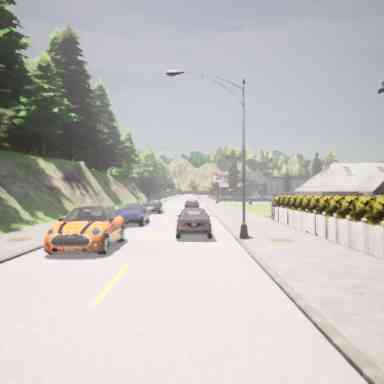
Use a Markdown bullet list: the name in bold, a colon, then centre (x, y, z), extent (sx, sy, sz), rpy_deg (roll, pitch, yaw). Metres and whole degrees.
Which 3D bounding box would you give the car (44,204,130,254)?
- **car**: centre (-4.093, 1.358, 13.359), extent (2.097, 1.767, 4.553), rpy_deg (0, 0, 0)

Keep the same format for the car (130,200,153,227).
- **car**: centre (-4.087, 1.536, 23.279), extent (1.812, 1.442, 4.674), rpy_deg (0, 0, 0)

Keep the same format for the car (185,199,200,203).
- **car**: centre (0.016, 1.584, 42.634), extent (1.994, 1.385, 4.181), rpy_deg (0, 0, 0)

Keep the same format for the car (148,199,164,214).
- **car**: centre (-4.074, 1.508, 35.267), extent (2.128, 1.511, 4.902), rpy_deg (0, 0, 0)

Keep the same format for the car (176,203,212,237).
- **car**: centre (0.094, 1.555, 17.907), extent (2.033, 1.411, 5.357), rpy_deg (0, 0, 0)
